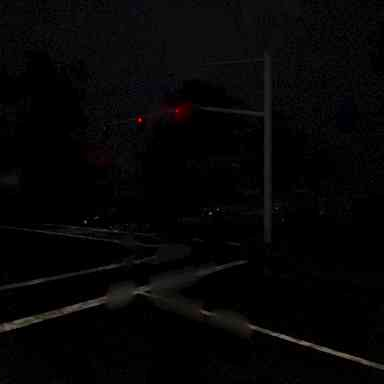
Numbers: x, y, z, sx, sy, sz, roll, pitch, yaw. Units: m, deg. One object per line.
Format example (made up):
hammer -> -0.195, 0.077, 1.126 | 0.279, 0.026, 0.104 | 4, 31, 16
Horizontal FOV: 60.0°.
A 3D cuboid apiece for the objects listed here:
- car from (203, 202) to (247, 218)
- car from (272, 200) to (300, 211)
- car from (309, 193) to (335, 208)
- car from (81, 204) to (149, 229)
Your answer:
car -> 3.084, 1.601, 30.962 | 1.895, 1.301, 4.718 | 0, 0, 41
car -> 11.372, 1.601, 40.486 | 1.895, 1.301, 4.718 | 0, 0, 41
car -> 19.572, 1.222, 49.870 | 2.150, 2.045, 5.566 | 0, 0, 41
car -> -4.884, 1.526, 21.691 | 1.812, 1.442, 4.674 | 0, 0, 40
